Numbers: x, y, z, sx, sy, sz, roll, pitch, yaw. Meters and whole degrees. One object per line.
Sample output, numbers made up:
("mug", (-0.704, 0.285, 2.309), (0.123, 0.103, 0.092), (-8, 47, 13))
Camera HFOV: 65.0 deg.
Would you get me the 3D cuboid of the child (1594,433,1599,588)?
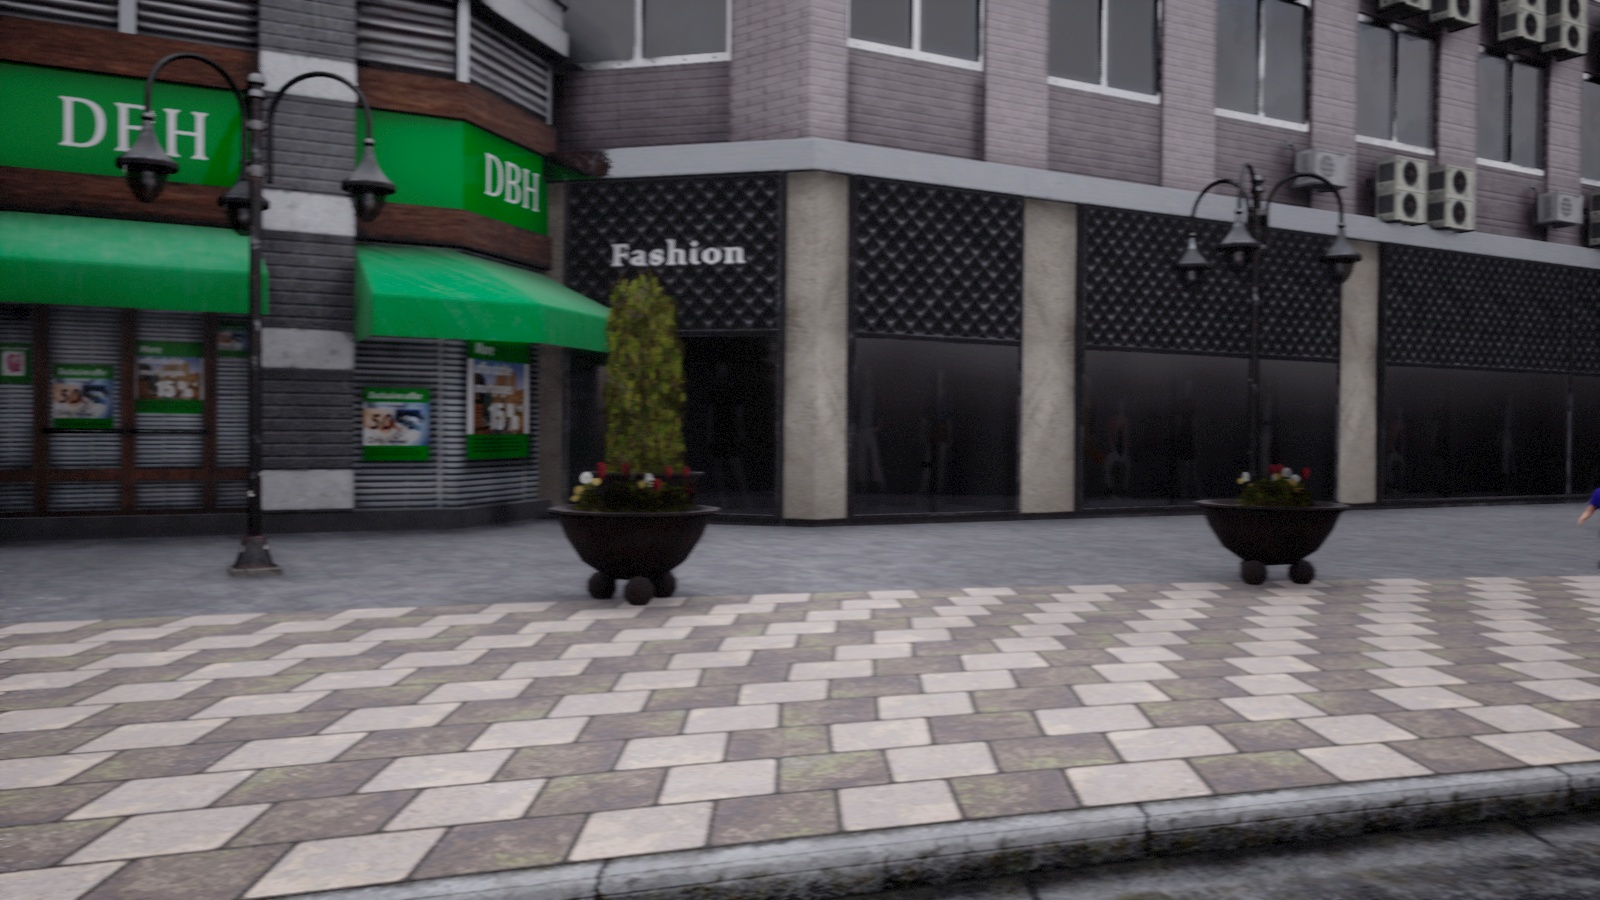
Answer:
("child", (6.748, 0.490, 10.220), (0.437, 1.263, 0.270), (-1, 1, -19))
